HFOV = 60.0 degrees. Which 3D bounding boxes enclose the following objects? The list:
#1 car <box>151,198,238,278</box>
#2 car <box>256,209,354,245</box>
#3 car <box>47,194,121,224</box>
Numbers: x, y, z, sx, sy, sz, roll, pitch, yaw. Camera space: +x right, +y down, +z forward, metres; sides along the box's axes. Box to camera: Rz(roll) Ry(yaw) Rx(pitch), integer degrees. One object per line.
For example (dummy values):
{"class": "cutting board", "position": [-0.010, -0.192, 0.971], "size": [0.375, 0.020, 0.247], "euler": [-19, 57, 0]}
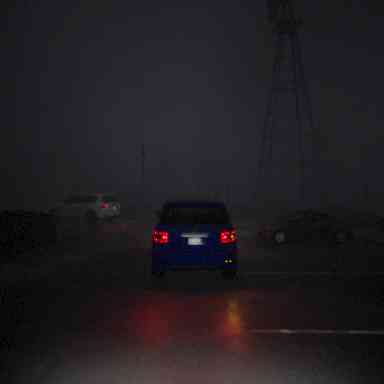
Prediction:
{"class": "car", "position": [0.026, 1.182, 10.198], "size": [2.150, 2.045, 5.566], "euler": [0, 0, -1]}
{"class": "car", "position": [4.830, 1.461, 14.567], "size": [3.905, 1.438, 1.784], "euler": [0, 0, 0]}
{"class": "car", "position": [-7.720, 1.127, 23.770], "size": [5.566, 2.045, 2.150], "euler": [0, 0, 24]}
